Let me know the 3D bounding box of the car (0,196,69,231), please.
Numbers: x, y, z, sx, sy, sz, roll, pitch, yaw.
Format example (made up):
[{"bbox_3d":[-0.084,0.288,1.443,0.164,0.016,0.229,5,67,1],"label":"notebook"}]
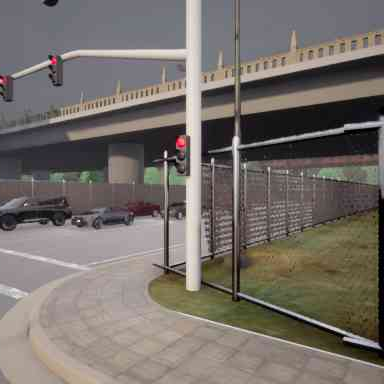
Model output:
[{"bbox_3d":[-10.587,1.277,21.633,2.150,2.045,5.566,0,0,36],"label":"car"}]

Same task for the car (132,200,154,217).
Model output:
[{"bbox_3d":[-4.912,1.533,29.636,1.882,1.535,5.008,0,0,35],"label":"car"}]

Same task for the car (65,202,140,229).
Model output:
[{"bbox_3d":[-5.867,1.619,22.230,1.994,1.385,4.181,0,0,35],"label":"car"}]
